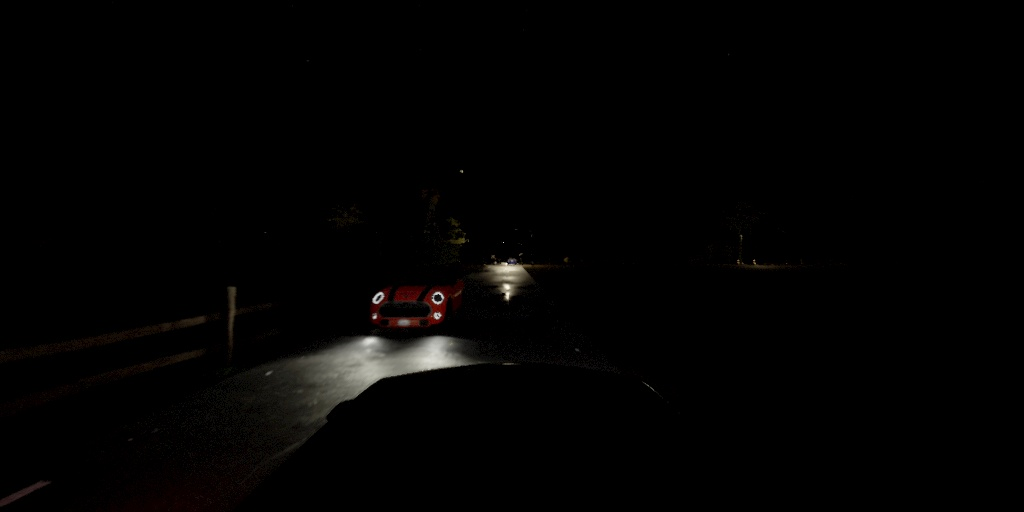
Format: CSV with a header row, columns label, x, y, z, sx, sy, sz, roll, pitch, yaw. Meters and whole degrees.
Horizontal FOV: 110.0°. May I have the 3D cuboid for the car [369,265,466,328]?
label,x,y,z,sx,sy,sz,roll,pitch,yaw
car,-2.748,1.106,11.370,2.097,1.767,4.553,0,0,0
